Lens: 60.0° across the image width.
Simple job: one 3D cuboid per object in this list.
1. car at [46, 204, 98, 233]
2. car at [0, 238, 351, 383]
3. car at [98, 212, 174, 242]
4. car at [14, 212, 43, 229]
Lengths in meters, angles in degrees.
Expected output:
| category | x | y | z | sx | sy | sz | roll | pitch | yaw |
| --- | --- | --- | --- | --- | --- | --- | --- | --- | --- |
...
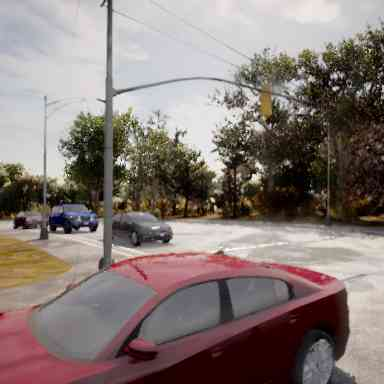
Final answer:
| category | x | y | z | sx | sy | sz | roll | pitch | yaw |
| --- | --- | --- | --- | --- | --- | --- | --- | --- | --- |
| car | -8.979 | 1.942 | 24.920 | 2.150 | 2.045 | 5.566 | 1 | -4 | -39 |
| car | -0.337 | 1.470 | 3.568 | 5.008 | 1.535 | 1.882 | 0 | 0 | -35 |
| car | -2.825 | 1.778 | 16.909 | 1.837 | 1.490 | 4.892 | 1 | -2 | -38 |
| car | -15.852 | 2.712 | 32.749 | 2.097 | 1.767 | 4.553 | 1 | -4 | -44 |
